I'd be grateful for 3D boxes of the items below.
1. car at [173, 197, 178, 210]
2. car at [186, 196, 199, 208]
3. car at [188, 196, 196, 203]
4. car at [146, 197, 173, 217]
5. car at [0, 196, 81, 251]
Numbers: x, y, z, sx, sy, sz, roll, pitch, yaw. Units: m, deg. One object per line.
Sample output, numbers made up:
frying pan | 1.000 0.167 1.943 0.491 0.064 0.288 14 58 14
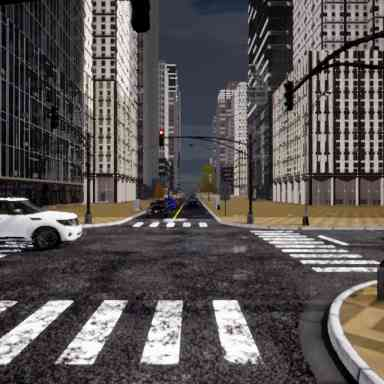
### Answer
car | -3.128 1.473 42.175 1.882 1.535 5.008 0 0 0
car | 0.061 1.542 46.989 2.033 1.411 5.357 0 0 0
car | 0.002 1.513 71.051 1.812 1.442 4.674 0 0 0
car | -3.124 1.503 31.189 1.837 1.490 4.892 0 0 0
car | -7.357 1.189 13.188 5.566 2.045 2.150 0 0 -10
